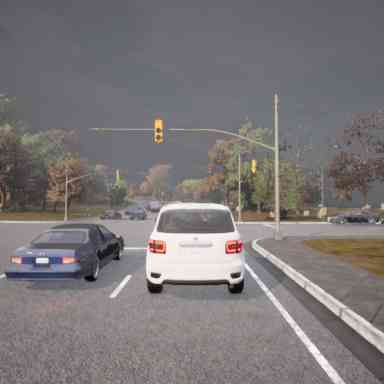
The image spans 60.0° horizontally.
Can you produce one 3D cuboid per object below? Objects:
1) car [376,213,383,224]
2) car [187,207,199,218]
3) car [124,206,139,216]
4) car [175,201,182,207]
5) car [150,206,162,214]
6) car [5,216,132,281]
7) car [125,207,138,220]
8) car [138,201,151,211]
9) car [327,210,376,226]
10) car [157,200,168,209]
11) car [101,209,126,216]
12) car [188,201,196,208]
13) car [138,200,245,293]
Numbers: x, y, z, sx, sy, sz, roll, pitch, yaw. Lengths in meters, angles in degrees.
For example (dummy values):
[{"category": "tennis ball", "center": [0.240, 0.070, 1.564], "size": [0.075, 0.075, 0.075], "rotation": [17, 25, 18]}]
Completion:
[{"category": "car", "center": [19.799, 2.406, 29.476], "size": [5.357, 1.411, 2.033], "rotation": [0, -3, -3]}, {"category": "car", "center": [0.104, 3.265, 53.340], "size": [1.837, 1.490, 4.892], "rotation": [0, -1, 0]}, {"category": "car", "center": [-10.570, 3.352, 58.499], "size": [1.837, 1.490, 4.892], "rotation": [0, -1, 0]}, {"category": "car", "center": [-3.587, 3.110, 87.496], "size": [1.882, 1.535, 5.008], "rotation": [0, 0, -3]}, {"category": "car", "center": [-7.034, 3.494, 65.022], "size": [1.895, 1.301, 4.718], "rotation": [0, 0, 1]}, {"category": "car", "center": [-3.416, 1.666, 10.086], "size": [2.033, 1.411, 5.357], "rotation": [0, -1, 0]}, {"category": "car", "center": [-6.997, 3.020, 43.599], "size": [2.033, 1.411, 5.357], "rotation": [0, -2, -2]}, {"category": "car", "center": [-10.494, 3.091, 73.941], "size": [2.150, 2.045, 5.566], "rotation": [0, 0, 0]}, {"category": "car", "center": [15.918, 2.499, 32.816], "size": [4.902, 1.511, 2.128], "rotation": [0, -3, -2]}, {"category": "car", "center": [-6.996, 3.037, 80.549], "size": [2.150, 2.045, 5.566], "rotation": [0, 0, 0]}, {"category": "car", "center": [-10.729, 3.063, 44.351], "size": [1.994, 1.385, 4.181], "rotation": [0, -2, 4]}, {"category": "car", "center": [-0.111, 3.304, 87.849], "size": [1.837, 1.490, 4.892], "rotation": [0, 0, -3]}, {"category": "car", "center": [0.084, 1.322, 9.232], "size": [2.150, 2.045, 5.566], "rotation": [0, -1, 0]}]
